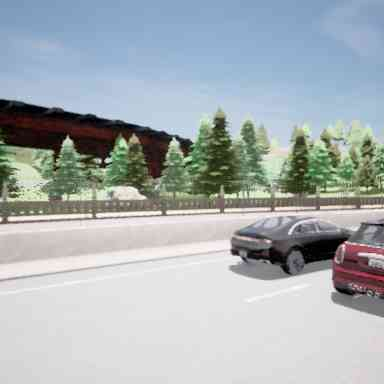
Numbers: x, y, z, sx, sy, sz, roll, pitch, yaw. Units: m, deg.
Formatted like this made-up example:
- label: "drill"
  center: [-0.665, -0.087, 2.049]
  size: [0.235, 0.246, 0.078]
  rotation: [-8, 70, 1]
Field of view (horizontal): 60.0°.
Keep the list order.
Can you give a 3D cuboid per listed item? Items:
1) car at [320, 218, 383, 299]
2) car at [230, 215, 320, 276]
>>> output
- label: "car"
  center: [5.198, 1.329, 7.288]
  size: [4.553, 1.767, 2.097]
  rotation: [0, 0, -33]
- label: "car"
  center: [3.434, 1.467, 10.321]
  size: [4.902, 1.511, 2.128]
  rotation: [0, 0, -32]
